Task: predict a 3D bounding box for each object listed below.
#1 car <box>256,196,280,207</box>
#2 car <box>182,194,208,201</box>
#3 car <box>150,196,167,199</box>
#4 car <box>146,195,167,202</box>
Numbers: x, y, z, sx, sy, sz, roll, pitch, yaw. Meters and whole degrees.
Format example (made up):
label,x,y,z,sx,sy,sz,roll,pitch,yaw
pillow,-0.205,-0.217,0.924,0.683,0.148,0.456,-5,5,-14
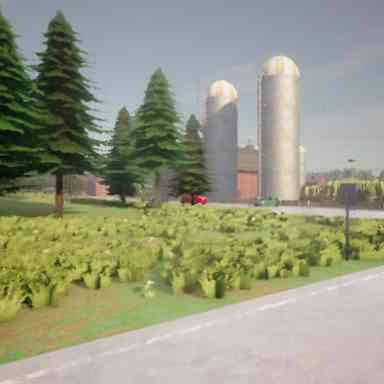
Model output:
label,x,y,z,sx,sy,sz,roll,pitch,yaw
car,11.196,1.430,49.431,3.988,1.617,1.851,0,0,-36
car,0.427,1.156,54.350,2.150,2.045,5.566,0,0,-34
car,-6.036,1.458,63.528,1.812,1.442,4.674,0,0,-35
car,-8.119,1.496,76.204,4.181,1.381,1.994,0,0,-36
